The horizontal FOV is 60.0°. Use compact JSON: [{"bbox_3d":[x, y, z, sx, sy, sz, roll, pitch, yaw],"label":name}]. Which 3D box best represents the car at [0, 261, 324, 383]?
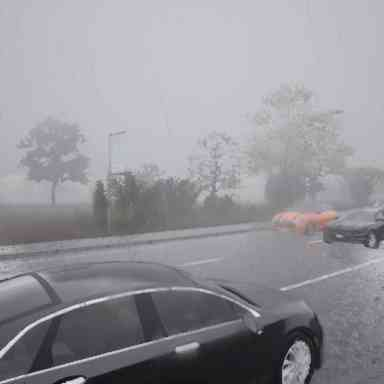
[{"bbox_3d":[-0.588,1.514,3.462,4.892,1.490,1.837,0,0,-36],"label":"car"}]

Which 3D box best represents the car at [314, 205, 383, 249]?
[{"bbox_3d":[7.750,1.494,14.987,5.008,1.535,1.882,0,0,-42],"label":"car"}]

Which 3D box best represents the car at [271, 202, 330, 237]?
[{"bbox_3d":[6.356,1.374,18.466,4.553,1.767,2.097,0,0,-43],"label":"car"}]
